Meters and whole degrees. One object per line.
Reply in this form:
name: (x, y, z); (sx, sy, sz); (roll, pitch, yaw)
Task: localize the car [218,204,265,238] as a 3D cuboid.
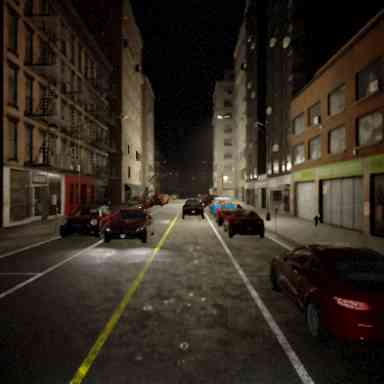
car: (2.631, 1.555, 17.560); (1.887, 1.381, 4.507); (0, 0, 0)

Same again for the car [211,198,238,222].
car: (2.629, 1.453, 23.239); (1.967, 1.590, 4.097); (0, 0, 0)

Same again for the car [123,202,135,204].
car: (-5.403, 1.595, 23.240); (1.802, 1.307, 4.206); (0, 0, 0)

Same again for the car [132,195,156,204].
car: (-5.410, 1.333, 34.597); (2.192, 1.841, 5.009); (0, 0, 0)

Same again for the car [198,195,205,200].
car: (2.597, 1.580, 95.481); (1.887, 1.381, 4.507); (0, 0, 0)

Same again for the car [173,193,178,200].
car: (-5.454, 1.559, 89.826); (1.752, 1.417, 4.829); (0, 0, 0)

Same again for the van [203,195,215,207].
van: (2.617, 1.365, 51.634); (1.690, 1.788, 3.998); (0, 0, 0)

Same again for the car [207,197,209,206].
car: (2.624, 1.569, 34.597); (2.008, 1.369, 4.403); (0, 0, 0)

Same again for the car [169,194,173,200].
car: (-5.427, 1.342, 62.989); (2.192, 1.841, 5.009); (0, 0, 0)

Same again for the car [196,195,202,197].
car: (0.085, 1.547, 44.026); (1.812, 1.442, 4.674); (0, 0, 0)

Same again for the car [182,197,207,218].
car: (0.091, 1.494, 29.856); (1.882, 1.535, 5.008); (0, 0, 0)

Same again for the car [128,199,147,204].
car: (-5.407, 1.582, 28.918); (1.947, 1.339, 4.313); (0, 0, 0)

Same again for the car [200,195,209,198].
car: (2.619, 1.338, 45.954); (2.192, 1.841, 5.009); (0, 0, 0)

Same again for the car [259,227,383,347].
car: (2.636, 1.586, 6.202); (1.802, 1.307, 4.206); (0, 0, 0)

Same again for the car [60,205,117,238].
car: (-5.400, 1.450, 17.562); (1.967, 1.590, 4.097); (0, 0, 0)

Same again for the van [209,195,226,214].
van: (2.627, 1.357, 28.918); (1.690, 1.788, 3.998); (0, 0, 0)

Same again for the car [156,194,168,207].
car: (-5.420, 1.339, 51.632); (2.192, 1.841, 5.009); (0, 0, 0)

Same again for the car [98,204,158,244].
car: (-2.841, 1.535, 15.952); (1.812, 1.442, 4.674); (0, 0, 0)
